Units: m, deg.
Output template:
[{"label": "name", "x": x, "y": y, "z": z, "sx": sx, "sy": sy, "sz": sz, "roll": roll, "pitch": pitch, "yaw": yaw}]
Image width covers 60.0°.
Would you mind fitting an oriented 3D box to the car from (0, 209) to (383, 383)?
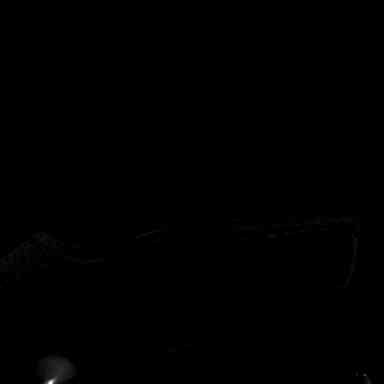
[{"label": "car", "x": -0.525, "y": 1.221, "z": 2.697, "sx": 5.566, "sy": 2.045, "sz": 2.150, "roll": 0, "pitch": 0, "yaw": -35}]
